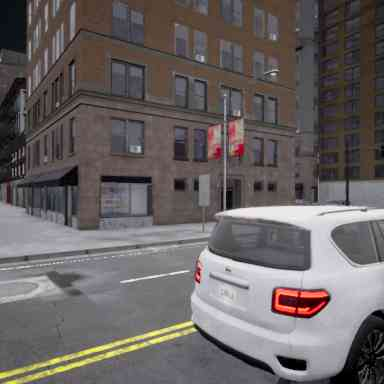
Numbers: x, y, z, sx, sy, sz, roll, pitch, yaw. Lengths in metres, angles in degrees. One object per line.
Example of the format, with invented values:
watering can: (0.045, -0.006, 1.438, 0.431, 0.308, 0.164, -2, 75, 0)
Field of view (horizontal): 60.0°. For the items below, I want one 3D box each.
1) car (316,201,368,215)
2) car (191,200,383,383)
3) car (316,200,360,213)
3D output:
car: (15.792, 1.615, 35.189, 1.895, 1.301, 4.718, 0, 0, -33)
car: (2.598, 1.222, 5.282, 5.566, 2.045, 2.150, 0, 0, -35)
car: (16.917, 1.596, 38.706, 1.947, 1.339, 4.313, 0, 0, -35)
